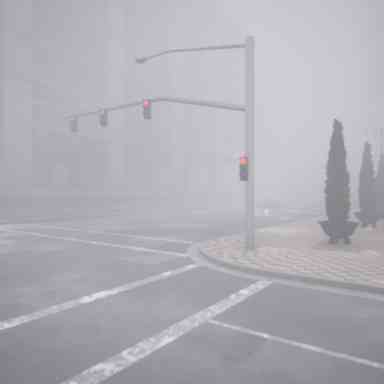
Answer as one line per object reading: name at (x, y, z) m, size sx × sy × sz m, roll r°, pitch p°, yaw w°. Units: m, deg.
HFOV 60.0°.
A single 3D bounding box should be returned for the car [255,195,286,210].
car at (10.341, 1.556, 44.643) m, size 2.033 × 1.411 × 5.357 m, roll 0°, pitch 0°, yaw 36°
